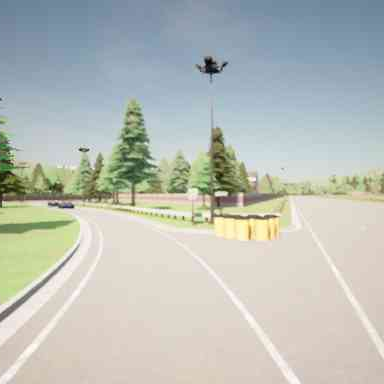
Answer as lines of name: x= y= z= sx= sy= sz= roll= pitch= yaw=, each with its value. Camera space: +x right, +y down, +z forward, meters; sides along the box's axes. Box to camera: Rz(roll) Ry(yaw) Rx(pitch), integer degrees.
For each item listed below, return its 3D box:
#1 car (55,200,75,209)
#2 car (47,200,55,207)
car: x=-21.146 y=2.180 z=55.908 sx=1.994 sy=1.385 sz=4.181 roll=0 pitch=-1 yaw=-33
car: x=-26.628 y=2.241 z=64.241 sx=1.895 sy=1.301 sz=4.718 roll=0 pitch=-1 yaw=-33
